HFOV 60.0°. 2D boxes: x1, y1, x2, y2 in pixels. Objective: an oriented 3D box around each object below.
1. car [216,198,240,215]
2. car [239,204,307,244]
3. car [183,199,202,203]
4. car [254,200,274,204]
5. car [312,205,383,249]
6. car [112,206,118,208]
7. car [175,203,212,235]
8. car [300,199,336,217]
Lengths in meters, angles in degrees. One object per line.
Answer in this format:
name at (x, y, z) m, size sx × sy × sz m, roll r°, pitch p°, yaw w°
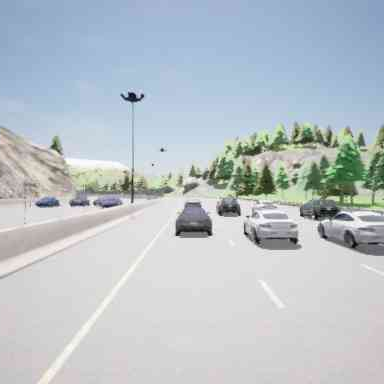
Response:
car at (3.598, 1.350, 33.501) m, size 2.097 × 1.767 × 4.553 m, roll 0°, pitch 0°, yaw 0°
car at (3.600, 1.525, 15.685) m, size 1.812 × 1.442 × 4.674 m, roll 0°, pitch 0°, yaw 0°
car at (0.098, 1.489, 36.447) m, size 2.128 × 1.511 × 4.902 m, roll 0°, pitch 0°, yaw 0°
car at (7.098, 1.524, 32.528) m, size 1.812 × 1.442 × 4.674 m, roll 0°, pitch 0°, yaw 0°
car at (7.099, 1.525, 14.412) m, size 1.812 × 1.442 × 4.674 m, roll 0°, pitch 0°, yaw 0°
car at (-10.587, 1.475, 44.246) m, size 1.882 × 1.535 × 5.008 m, roll 0°, pitch 0°, yaw 0°
car at (0.099, 1.563, 18.953) m, size 1.994 × 1.385 × 4.181 m, roll 0°, pitch 0°, yaw 0°
car at (10.599, 1.350, 27.911) m, size 2.097 × 1.767 × 4.553 m, roll 0°, pitch 0°, yaw 0°
